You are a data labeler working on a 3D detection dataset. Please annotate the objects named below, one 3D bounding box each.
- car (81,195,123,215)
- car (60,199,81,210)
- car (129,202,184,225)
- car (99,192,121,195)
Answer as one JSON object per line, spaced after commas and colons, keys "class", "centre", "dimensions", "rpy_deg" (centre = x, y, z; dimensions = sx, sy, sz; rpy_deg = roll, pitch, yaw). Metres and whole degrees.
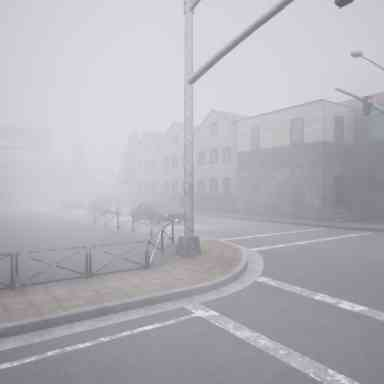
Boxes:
{"class": "car", "centre": [-8.253, 1.315, 31.027], "dimensions": [2.128, 1.511, 4.902], "rpy_deg": [0, 0, -35]}
{"class": "car", "centre": [-14.073, 1.425, 39.300], "dimensions": [1.895, 1.301, 4.718], "rpy_deg": [0, 0, -35]}
{"class": "car", "centre": [-2.507, 1.371, 22.909], "dimensions": [2.033, 1.411, 5.357], "rpy_deg": [0, 0, -35]}
{"class": "car", "centre": [-10.190, 1.046, 40.140], "dimensions": [2.150, 2.045, 5.566], "rpy_deg": [0, 0, -35]}
